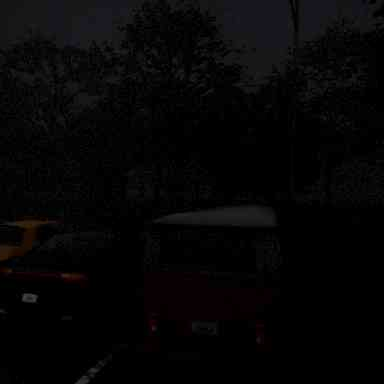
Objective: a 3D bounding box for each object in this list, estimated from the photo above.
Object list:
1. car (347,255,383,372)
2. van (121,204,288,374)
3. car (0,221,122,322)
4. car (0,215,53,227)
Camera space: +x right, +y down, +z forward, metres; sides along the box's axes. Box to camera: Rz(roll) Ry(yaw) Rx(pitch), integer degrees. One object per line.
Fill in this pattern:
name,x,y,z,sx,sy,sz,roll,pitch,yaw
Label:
car,3.095,1.528,3.883,2.002,1.452,4.674,1,0,15
van,0.699,1.240,5.719,1.878,1.987,4.442,0,0,15
car,-1.764,1.440,7.309,2.097,1.535,5.008,0,0,15
car,-4.147,1.413,9.195,1.946,1.575,5.366,0,0,14
